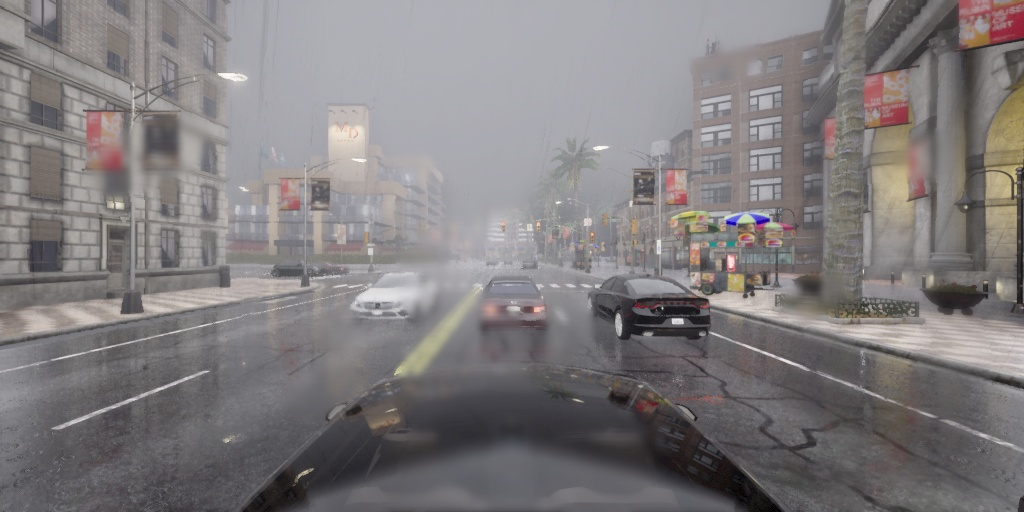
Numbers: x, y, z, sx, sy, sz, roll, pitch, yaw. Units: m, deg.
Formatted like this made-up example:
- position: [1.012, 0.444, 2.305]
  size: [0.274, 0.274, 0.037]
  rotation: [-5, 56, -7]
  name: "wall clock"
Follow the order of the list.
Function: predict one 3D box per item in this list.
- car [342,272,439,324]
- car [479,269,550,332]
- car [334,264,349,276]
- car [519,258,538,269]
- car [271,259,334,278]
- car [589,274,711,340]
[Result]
- position: [-3.687, 1.276, 12.090]
  size: [1.812, 1.442, 4.674]
  rotation: [0, 0, 0]
  name: "car"
- position: [-0.006, 1.297, 10.846]
  size: [2.033, 1.411, 5.357]
  rotation: [0, 0, -2]
  name: "car"
- position: [-19.102, 1.275, 36.539]
  size: [4.674, 1.442, 1.812]
  rotation: [0, 0, -2]
  name: "car"
- position: [2.622, 1.241, 52.548]
  size: [2.128, 1.511, 4.902]
  rotation: [0, 0, 8]
  name: "car"
- position: [-19.235, 1.101, 32.708]
  size: [4.553, 1.767, 2.097]
  rotation: [0, 0, 4]
  name: "car"
- position: [3.485, 1.228, 10.031]
  size: [1.882, 1.535, 5.008]
  rotation: [0, 0, 0]
  name: "car"
